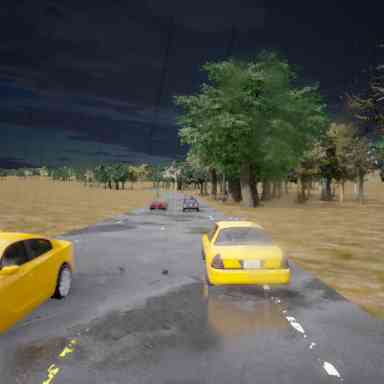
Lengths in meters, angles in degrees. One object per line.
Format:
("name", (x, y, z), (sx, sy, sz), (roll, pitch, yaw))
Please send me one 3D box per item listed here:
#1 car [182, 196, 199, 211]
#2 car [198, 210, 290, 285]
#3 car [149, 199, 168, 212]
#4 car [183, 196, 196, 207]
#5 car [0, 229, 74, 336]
("car", (-0.141, 1.450, 38.206), (2.033, 1.411, 5.357), (0, 0, -1))
("car", (1.219, 1.448, 9.354), (1.801, 1.575, 5.366), (0, 0, 0))
("car", (-3.716, 1.508, 37.403), (1.895, 1.301, 4.718), (0, 0, -1))
("car", (-0.350, 1.373, 48.788), (1.812, 1.442, 4.674), (0, 0, -1))
("car", (-3.605, 1.474, 5.564), (1.882, 1.535, 5.008), (0, 0, 0))
